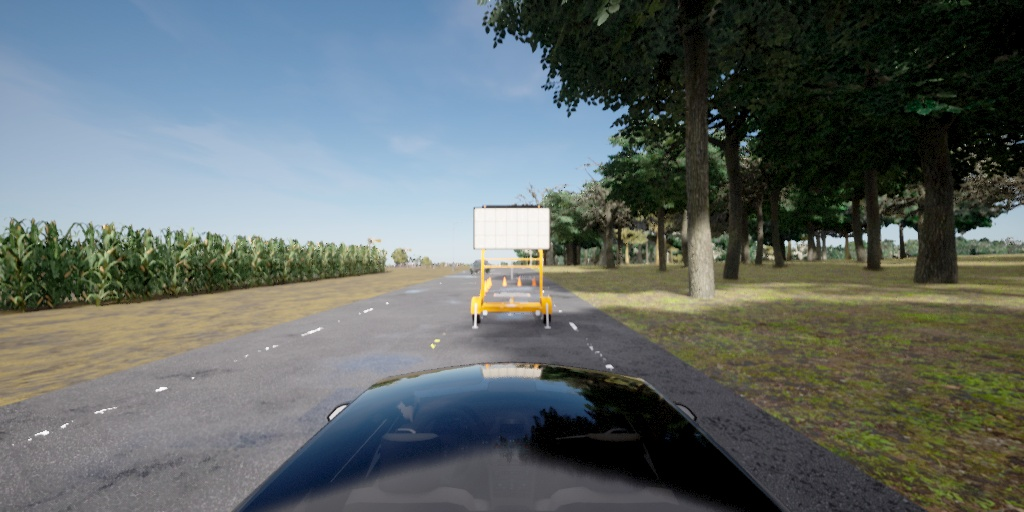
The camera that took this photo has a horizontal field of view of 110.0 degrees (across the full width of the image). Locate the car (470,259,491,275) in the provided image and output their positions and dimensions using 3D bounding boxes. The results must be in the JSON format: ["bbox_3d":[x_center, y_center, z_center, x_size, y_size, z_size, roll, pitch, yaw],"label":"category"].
[{"bbox_3d":[-3.609,1.170,41.104,2.097,1.767,4.553,0,0,0],"label":"car"}]

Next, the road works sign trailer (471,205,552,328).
[{"bbox_3d":[-0.002,0.209,11.294,2.380,3.560,2.880,0,0,1],"label":"road works sign trailer"}]
